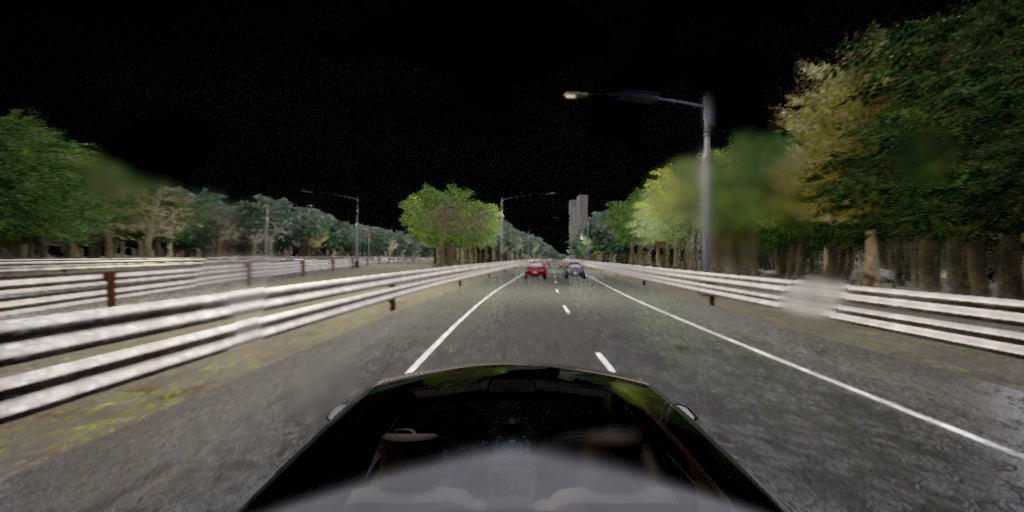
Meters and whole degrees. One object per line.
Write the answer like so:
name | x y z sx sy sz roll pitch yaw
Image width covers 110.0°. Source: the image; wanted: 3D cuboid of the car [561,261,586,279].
car | 5.815 1.343 33.697 1.812 1.442 4.674 1 0 7

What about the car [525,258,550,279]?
car | 2.300 1.262 33.715 1.882 1.535 5.008 1 0 7
